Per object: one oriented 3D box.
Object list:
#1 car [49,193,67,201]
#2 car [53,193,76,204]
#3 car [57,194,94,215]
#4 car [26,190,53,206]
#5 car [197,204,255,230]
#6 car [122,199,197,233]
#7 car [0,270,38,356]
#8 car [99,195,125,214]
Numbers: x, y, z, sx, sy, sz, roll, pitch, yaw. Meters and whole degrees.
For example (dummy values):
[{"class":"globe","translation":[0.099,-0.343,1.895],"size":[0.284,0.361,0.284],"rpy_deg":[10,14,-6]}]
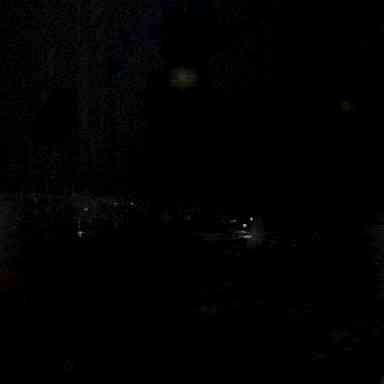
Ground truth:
[{"class":"car","translation":[-26.123,0.988,64.677],"size":[2.033,1.411,5.357],"rpy_deg":[-1,1,-36]},{"class":"car","translation":[-19.200,1.096,49.304],"size":[1.882,1.535,5.008],"rpy_deg":[-1,1,-36]},{"class":"car","translation":[-11.073,1.304,32.285],"size":[2.128,1.511,4.902],"rpy_deg":[-1,1,-36]},{"class":"car","translation":[-21.756,1.016,47.287],"size":[2.097,1.767,4.553],"rpy_deg":[-1,1,-36]},{"class":"car","translation":[1.345,1.448,20.616],"size":[2.033,1.411,5.357],"rpy_deg":[-1,1,-37]},{"class":"car","translation":[-2.102,1.415,19.805],"size":[1.882,1.535,5.008],"rpy_deg":[-1,1,-36]},{"class":"car","translation":[-4.186,1.545,3.665],"size":[4.507,1.381,1.887],"rpy_deg":[0,-1,-36]},{"class":"car","translation":[-7.456,1.133,32.814],"size":[2.097,1.767,4.553],"rpy_deg":[-1,1,-36]}]
